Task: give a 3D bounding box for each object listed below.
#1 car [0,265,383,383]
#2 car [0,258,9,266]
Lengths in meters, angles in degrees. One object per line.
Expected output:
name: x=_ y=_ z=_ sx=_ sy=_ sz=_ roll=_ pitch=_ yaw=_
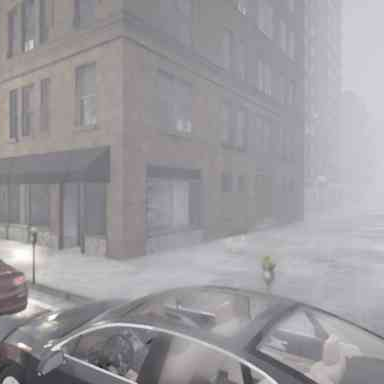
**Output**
car: x=-0.046 y=1.549 z=2.879 sx=4.403 sy=1.369 sz=2.008 roll=0 pitch=0 yaw=35
car: x=-4.670 y=1.569 z=6.160 sx=4.206 sy=1.307 sz=1.802 roll=0 pitch=0 yaw=35
